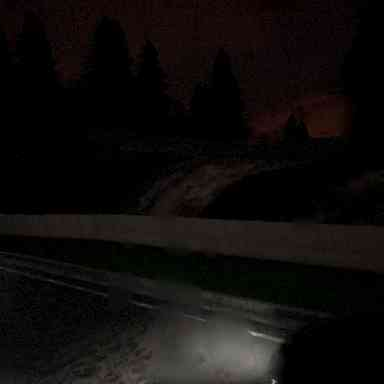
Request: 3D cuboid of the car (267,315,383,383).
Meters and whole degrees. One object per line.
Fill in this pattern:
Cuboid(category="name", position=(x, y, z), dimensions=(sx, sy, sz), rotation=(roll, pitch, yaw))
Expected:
Cuboid(category="car", position=(2.871, 1.494, 1.970), dimensions=(4.892, 1.490, 1.837), rotation=(-1, 0, 35))
